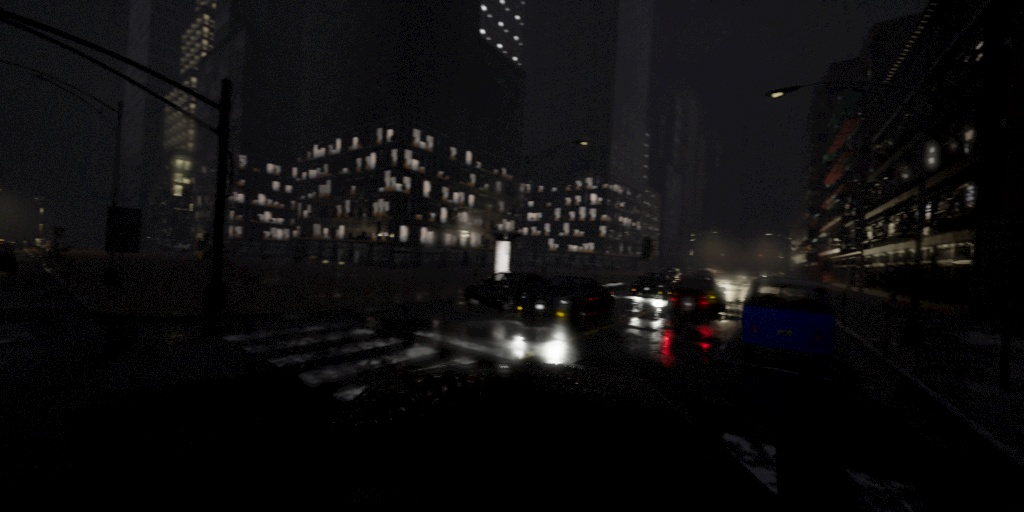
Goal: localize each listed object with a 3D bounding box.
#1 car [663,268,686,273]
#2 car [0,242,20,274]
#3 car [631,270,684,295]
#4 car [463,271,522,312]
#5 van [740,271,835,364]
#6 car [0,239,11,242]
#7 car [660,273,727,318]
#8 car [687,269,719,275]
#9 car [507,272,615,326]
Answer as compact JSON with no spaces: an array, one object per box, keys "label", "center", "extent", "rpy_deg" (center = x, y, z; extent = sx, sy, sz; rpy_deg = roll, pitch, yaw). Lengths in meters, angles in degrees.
[{"label":"car","center":[16.017,1.951,36.491],"extent":[1.967,1.591,4.097],"rpy_deg":[0,0,35]},{"label":"car","center":[-26.287,0.166,17.980],"extent":[4.507,1.381,1.888],"rpy_deg":[0,0,36]},{"label":"car","center":[8.703,1.717,21.681],"extent":[1.994,1.385,4.181],"rpy_deg":[3,0,36]},{"label":"car","center":[-0.008,1.259,13.959],"extent":[1.948,1.339,4.313],"rpy_deg":[0,0,35]},{"label":"van","center":[6.806,1.439,9.097],"extent":[1.690,1.789,3.998],"rpy_deg":[0,0,35]},{"label":"car","center":[-44.656,-0.576,31.117],"extent":[4.403,1.370,2.007],"rpy_deg":[0,0,36]},{"label":"car","center":[7.901,1.660,15.212],"extent":[1.812,1.442,4.674],"rpy_deg":[3,0,35]},{"label":"car","center":[20.047,2.260,37.518],"extent":[1.812,1.442,4.674],"rpy_deg":[3,0,36]},{"label":"car","center":[1.972,1.375,12.222],"extent":[1.994,1.385,4.181],"rpy_deg":[3,0,35]}]
